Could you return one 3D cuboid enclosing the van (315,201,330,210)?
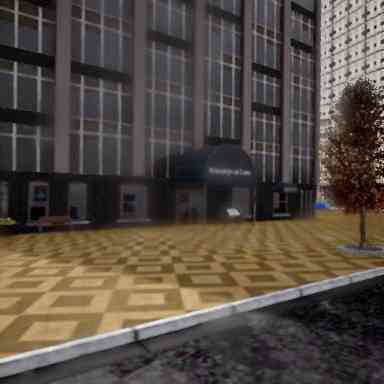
[{"bbox_3d":[24.276,2.583,63.268,1.690,1.788,3.998,0,-1,-22],"label":"van"}]
